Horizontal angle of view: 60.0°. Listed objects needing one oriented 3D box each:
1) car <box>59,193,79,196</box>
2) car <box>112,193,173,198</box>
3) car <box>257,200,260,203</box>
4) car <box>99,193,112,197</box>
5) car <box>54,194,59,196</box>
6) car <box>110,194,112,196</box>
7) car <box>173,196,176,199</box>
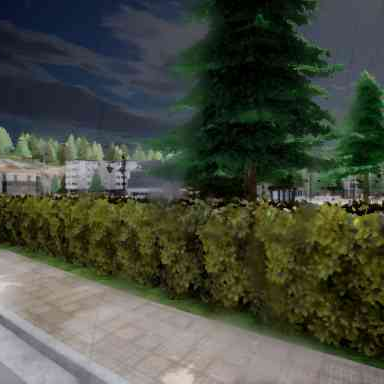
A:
[{"bbox_3d":[-28.351,1.154,79.501,2.152,1.636,5.027,0,0,43],"label":"car"},{"bbox_3d":[-4.964,1.221,33.965,2.150,2.045,5.566,0,0,43],"label":"car"},{"bbox_3d":[7.974,1.352,42.438,2.097,1.767,4.553,0,0,43],"label":"car"},{"bbox_3d":[-16.680,1.097,68.992,1.932,1.855,4.605,0,0,43],"label":"car"},{"bbox_3d":[-33.228,1.232,83.685,1.970,1.475,3.806,0,0,43],"label":"car"},{"bbox_3d":[-10.566,1.384,52.768,1.970,1.475,3.806,0,0,43],"label":"car"},{"bbox_3d":[-3.296,1.374,56.098,1.845,1.501,3.633,0,0,43],"label":"car"}]
